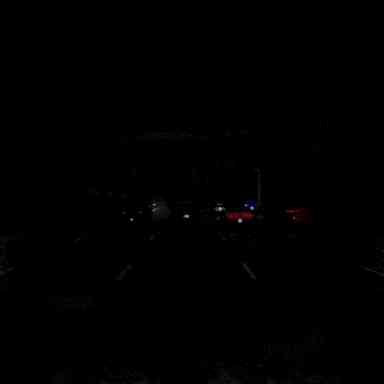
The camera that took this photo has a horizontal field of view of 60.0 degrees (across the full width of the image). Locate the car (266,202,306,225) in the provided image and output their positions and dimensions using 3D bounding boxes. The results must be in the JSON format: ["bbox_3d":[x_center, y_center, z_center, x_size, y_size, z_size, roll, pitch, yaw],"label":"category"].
[{"bbox_3d":[6.673,1.496,24.101,2.128,1.511,4.902,0,0,0],"label":"car"}]

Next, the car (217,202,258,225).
[{"bbox_3d":[3.172,1.618,24.212,1.895,1.301,4.718,0,0,-1],"label":"car"}]

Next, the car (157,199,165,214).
[{"bbox_3d":[-4.006,1.549,36.649,2.128,1.511,4.902,0,0,0],"label":"car"}]

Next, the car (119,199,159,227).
[{"bbox_3d":[-3.822,1.533,23.474,2.128,1.511,4.902,0,0,0],"label":"car"}]

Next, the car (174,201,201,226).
[{"bbox_3d":[-0.321,1.576,23.462,2.033,1.411,5.357,0,0,0],"label":"car"}]

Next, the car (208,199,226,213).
[{"bbox_3d":[2.967,1.538,37.786,1.837,1.490,4.892,0,0,-1],"label":"car"}]

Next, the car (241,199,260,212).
[{"bbox_3d":[6.453,1.548,38.355,1.812,1.442,4.674,0,0,-1],"label":"car"}]
